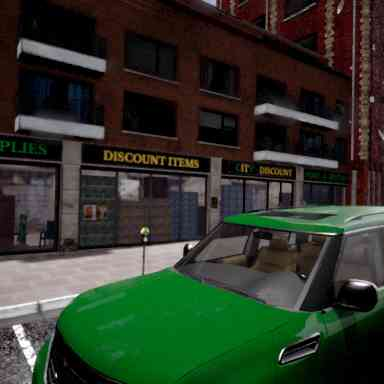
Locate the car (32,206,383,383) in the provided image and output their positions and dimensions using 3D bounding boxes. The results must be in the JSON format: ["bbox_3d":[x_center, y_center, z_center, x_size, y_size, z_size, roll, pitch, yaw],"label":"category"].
[{"bbox_3d":[1.258,1.224,3.840,5.566,2.045,2.150,0,0,-35],"label":"car"}]
